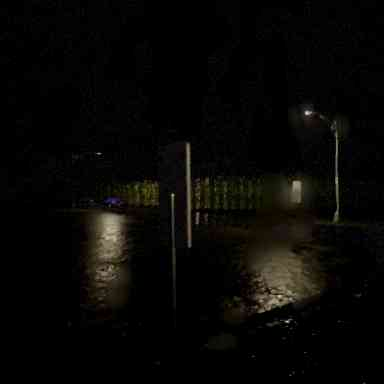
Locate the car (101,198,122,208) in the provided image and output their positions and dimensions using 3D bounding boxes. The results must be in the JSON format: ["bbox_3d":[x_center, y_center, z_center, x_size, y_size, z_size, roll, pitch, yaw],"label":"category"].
[{"bbox_3d":[-11.923,1.616,49.498,1.812,1.442,4.674,-1,0,-36],"label":"car"}]

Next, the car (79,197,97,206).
[{"bbox_3d":[-17.999,1.636,57.693,1.837,1.490,4.892,-1,0,-36],"label":"car"}]
